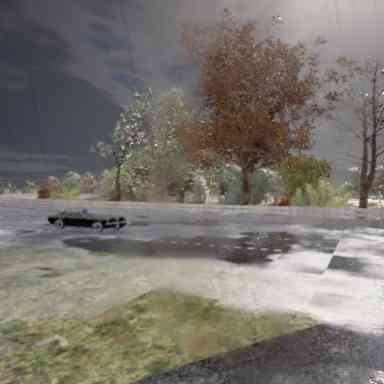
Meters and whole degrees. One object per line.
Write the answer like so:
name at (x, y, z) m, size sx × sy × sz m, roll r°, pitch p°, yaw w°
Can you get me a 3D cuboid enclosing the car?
car at (-6.148, 1.580, 19.547) m, size 4.718 × 1.301 × 1.895 m, roll 0°, pitch 0°, yaw 26°
